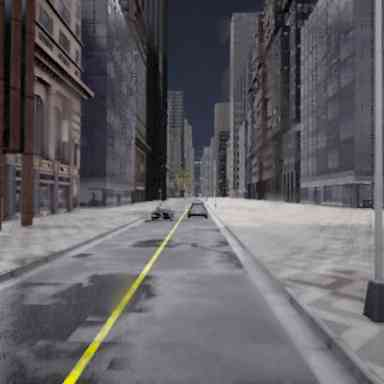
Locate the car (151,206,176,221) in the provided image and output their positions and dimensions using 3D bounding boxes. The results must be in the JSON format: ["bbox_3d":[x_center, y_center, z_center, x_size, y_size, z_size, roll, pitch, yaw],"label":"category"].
[{"bbox_3d":[-2.552,1.908,29.956,1.895,1.301,4.718,0,0,1],"label":"car"}]

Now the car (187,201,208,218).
[{"bbox_3d":[0.570,1.850,33.139,1.994,1.385,4.181,0,0,1],"label":"car"}]
